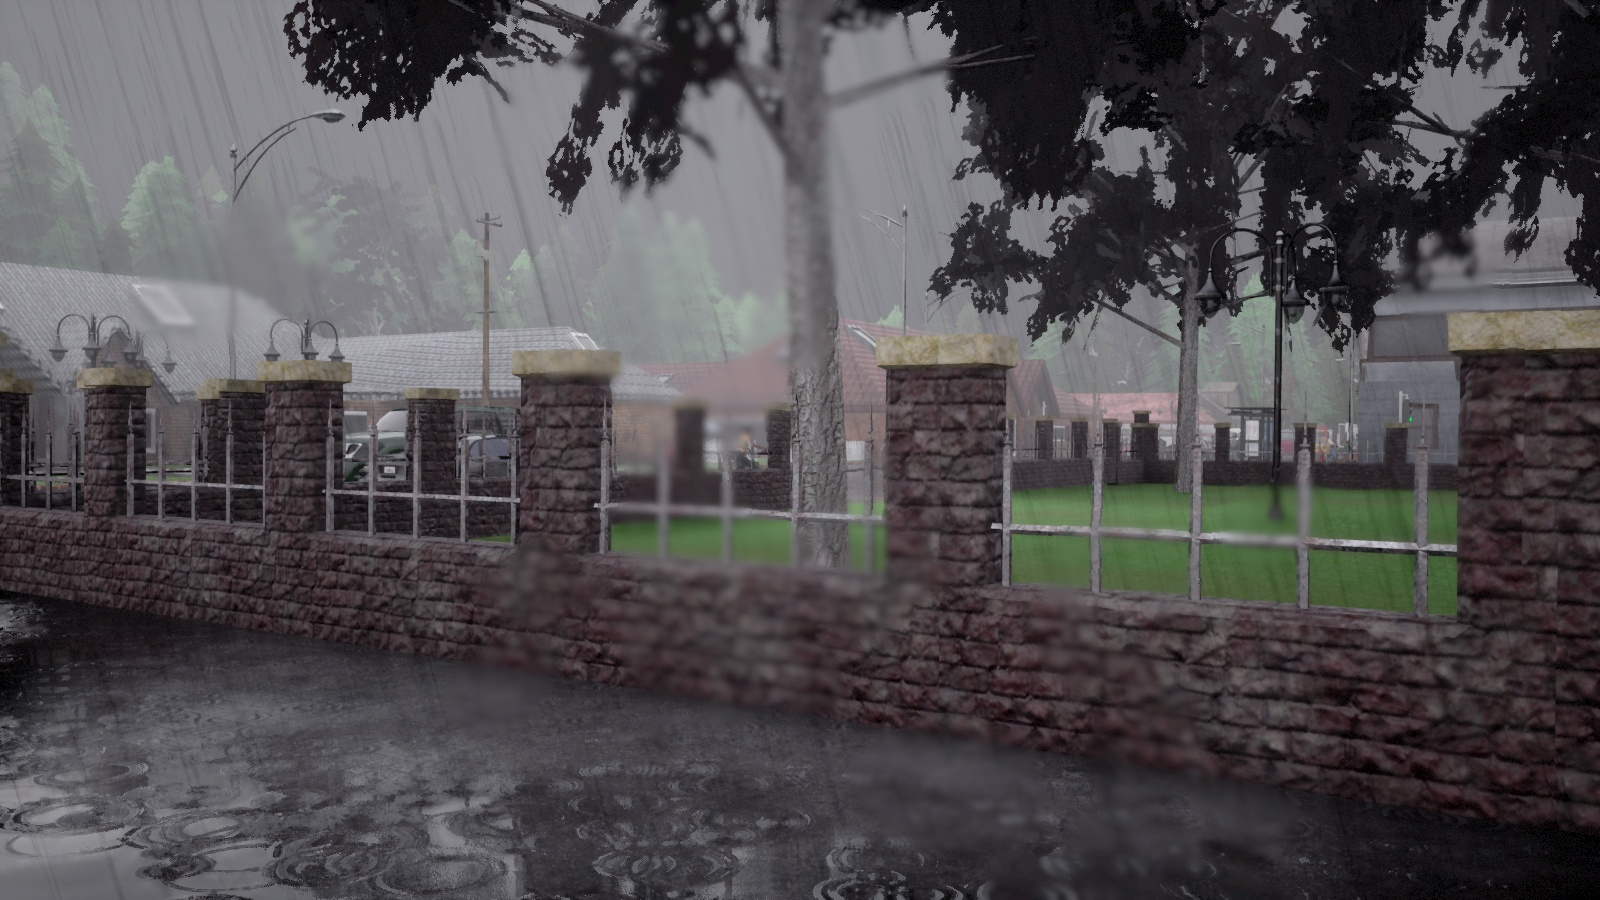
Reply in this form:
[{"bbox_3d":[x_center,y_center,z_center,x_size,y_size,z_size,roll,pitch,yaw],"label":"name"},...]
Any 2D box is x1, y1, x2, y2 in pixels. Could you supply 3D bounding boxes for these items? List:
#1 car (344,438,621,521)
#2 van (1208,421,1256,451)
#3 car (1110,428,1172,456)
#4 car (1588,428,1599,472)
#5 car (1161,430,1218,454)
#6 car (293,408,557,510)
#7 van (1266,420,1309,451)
[{"bbox_3d":[-6.040,0.496,24.689,2.033,1.411,5.357,0,1,32],"label":"car"},{"bbox_3d":[29.958,-1.005,87.046,2.069,2.038,4.480,0,1,33],"label":"van"},{"bbox_3d":[19.229,-0.460,70.638,2.007,1.525,4.514,0,1,34],"label":"car"},{"bbox_3d":[28.216,-0.021,39.893,5.357,1.411,2.033,0,1,33],"label":"car"},{"bbox_3d":[24.409,-0.515,78.576,2.033,1.411,5.357,0,1,33],"label":"car"},{"bbox_3d":[-8.217,0.142,28.115,2.150,2.045,5.566,0,1,34],"label":"car"},{"bbox_3d":[32.486,-0.952,83.604,1.775,1.987,4.442,0,1,33],"label":"van"}]
